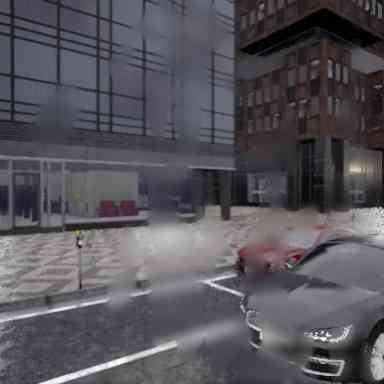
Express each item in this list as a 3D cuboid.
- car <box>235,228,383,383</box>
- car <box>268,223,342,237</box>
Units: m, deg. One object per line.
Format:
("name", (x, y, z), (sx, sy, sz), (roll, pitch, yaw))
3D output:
("car", (2.875, 1.518, 5.420), (4.892, 1.490, 1.837), (0, 0, -35))
("car", (3.148, 1.561, 8.900), (4.507, 1.381, 1.887), (0, 0, -36))
